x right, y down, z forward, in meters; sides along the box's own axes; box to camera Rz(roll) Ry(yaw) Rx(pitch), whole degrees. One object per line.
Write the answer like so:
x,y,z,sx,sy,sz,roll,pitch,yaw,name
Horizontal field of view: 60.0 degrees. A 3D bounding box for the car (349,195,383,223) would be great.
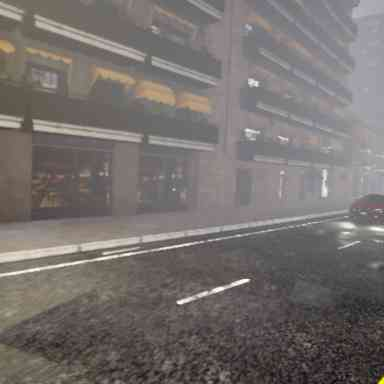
11.230,0.909,20.331,1.882,1.535,5.008,6,4,42,car
